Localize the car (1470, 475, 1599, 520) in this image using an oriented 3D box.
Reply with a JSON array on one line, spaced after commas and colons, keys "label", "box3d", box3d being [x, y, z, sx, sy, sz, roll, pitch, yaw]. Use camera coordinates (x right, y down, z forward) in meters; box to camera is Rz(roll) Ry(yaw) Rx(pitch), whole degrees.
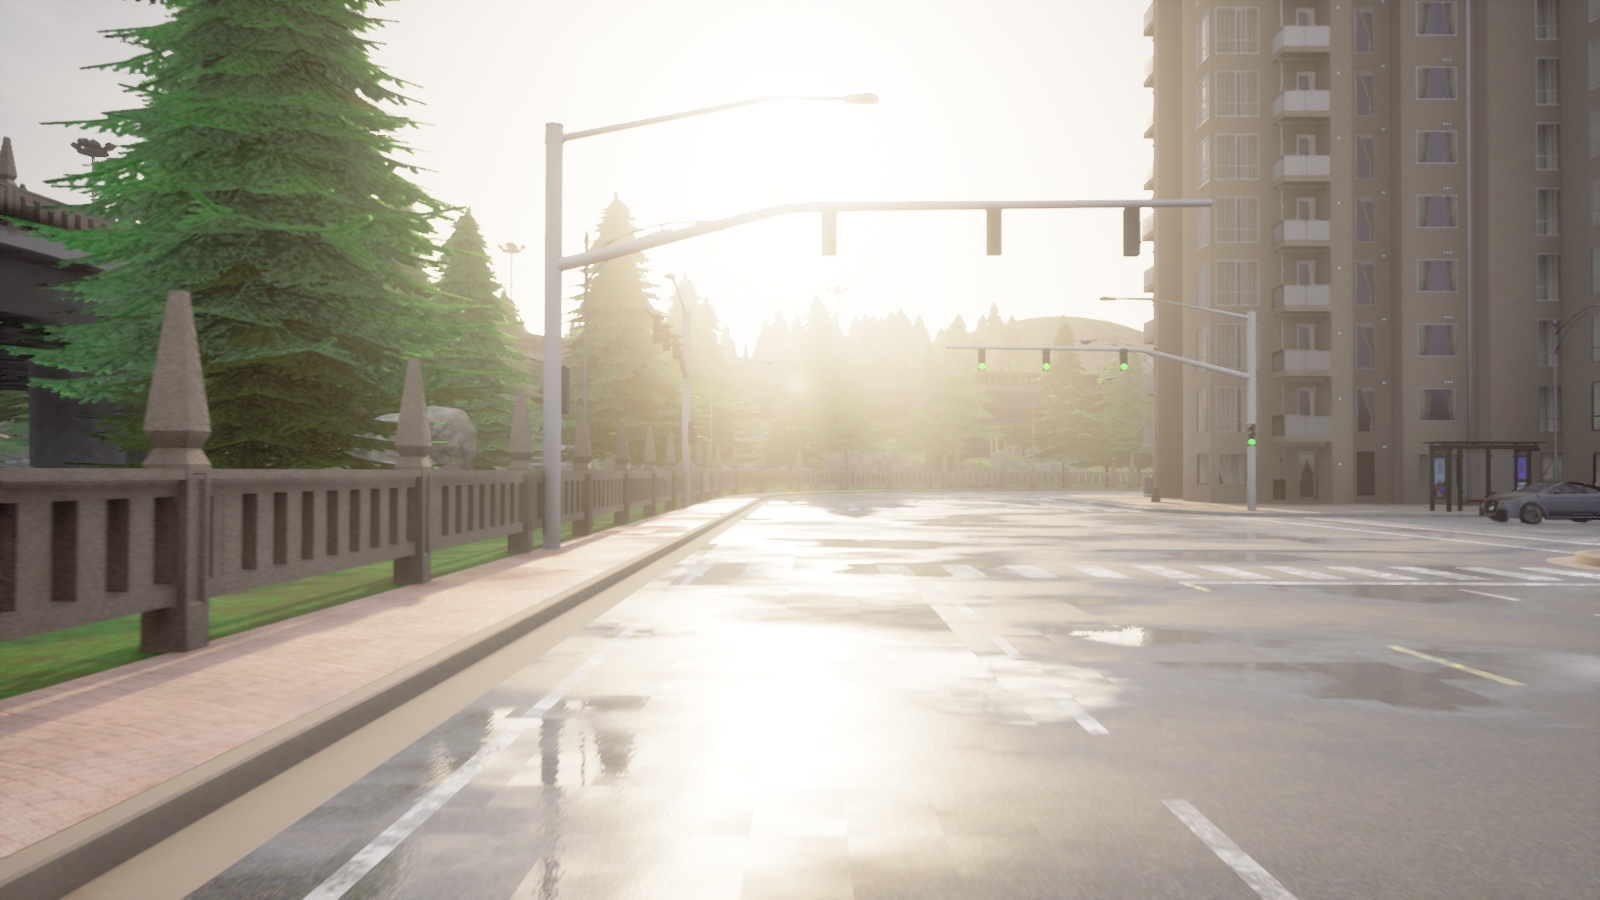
[{"label": "car", "box3d": [24.416, 1.520, 40.804, 4.181, 1.385, 1.994, 0, -1, 0]}]
